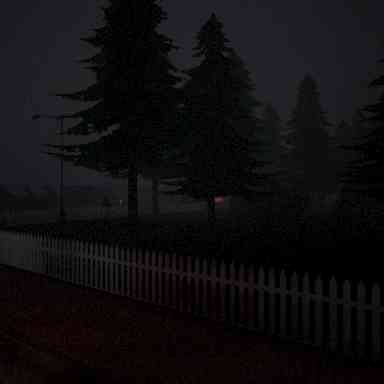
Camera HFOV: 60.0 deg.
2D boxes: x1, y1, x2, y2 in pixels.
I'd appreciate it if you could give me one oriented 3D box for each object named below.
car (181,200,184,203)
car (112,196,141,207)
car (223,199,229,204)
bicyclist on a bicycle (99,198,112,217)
[{"bbox_3d":[0.702,1.219,46.221,2.150,2.045,5.566,0,0,34],"label":"car"},{"bbox_3d":[-9.748,1.352,49.856,2.097,1.767,4.553,0,0,34],"label":"car"},{"bbox_3d":[5.910,1.352,60.278,2.097,1.767,4.553,0,0,34],"label":"car"},{"bbox_3d":[-7.203,1.302,27.872,1.656,1.620,0.582,0,0,34],"label":"bicyclist on a bicycle"}]
